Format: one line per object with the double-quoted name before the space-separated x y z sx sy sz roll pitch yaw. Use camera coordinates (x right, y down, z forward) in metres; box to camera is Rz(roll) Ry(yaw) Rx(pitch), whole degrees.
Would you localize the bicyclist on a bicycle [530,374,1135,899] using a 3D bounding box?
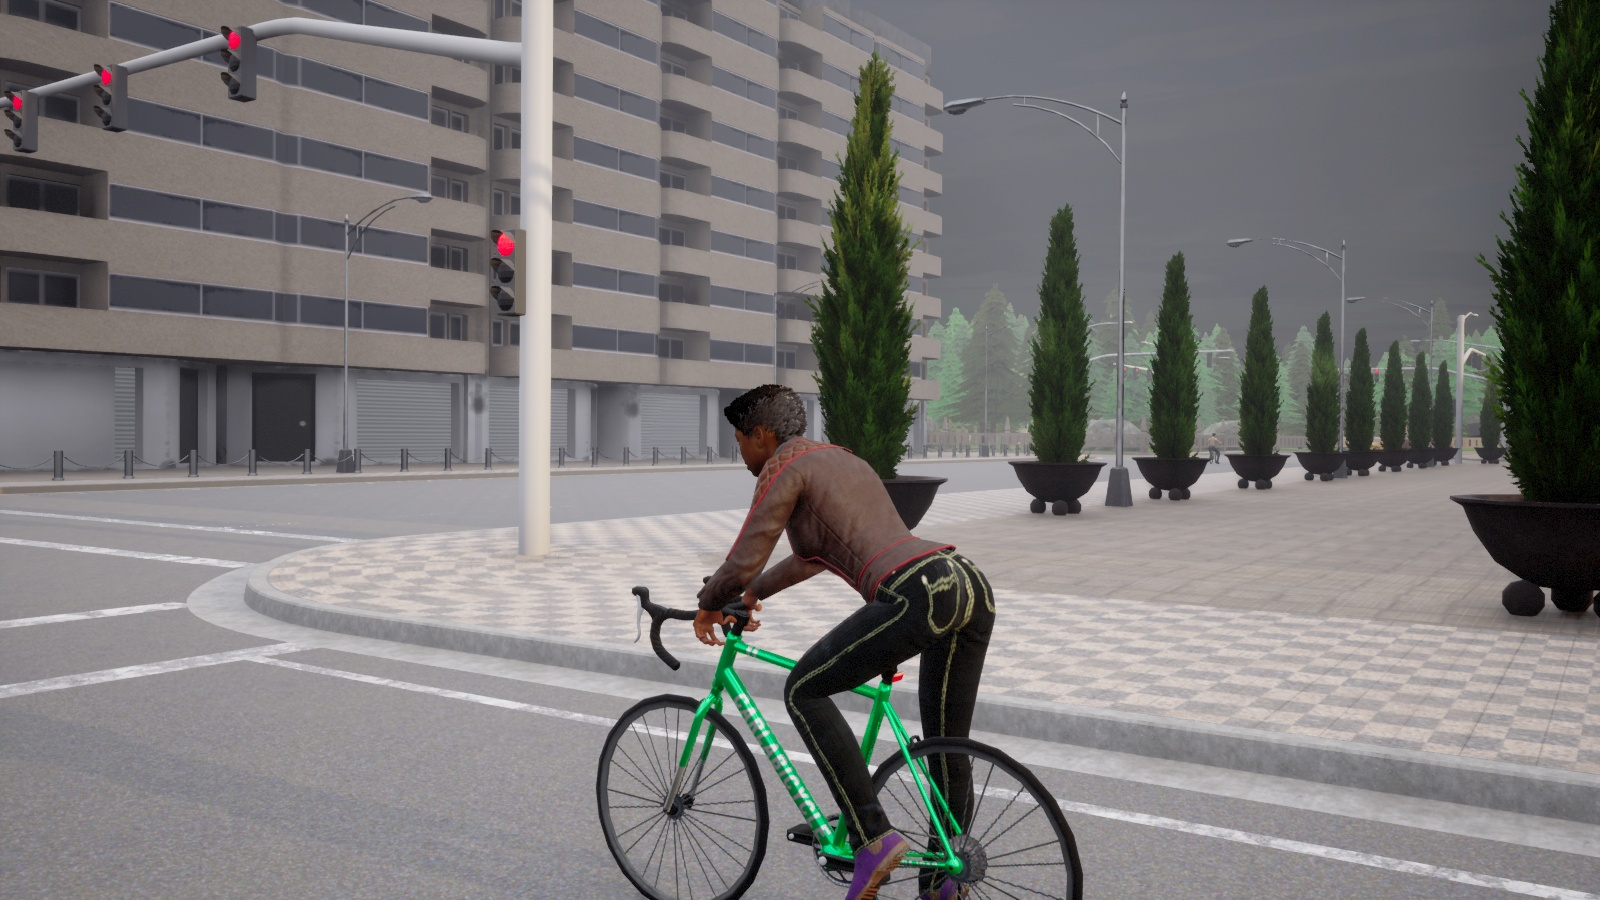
"bicyclist on a bicycle" 0.045 0.635 3.593 1.656 1.620 0.582 0 1 34
